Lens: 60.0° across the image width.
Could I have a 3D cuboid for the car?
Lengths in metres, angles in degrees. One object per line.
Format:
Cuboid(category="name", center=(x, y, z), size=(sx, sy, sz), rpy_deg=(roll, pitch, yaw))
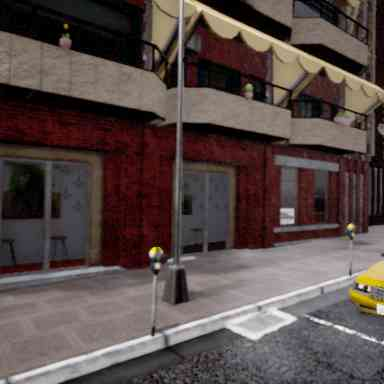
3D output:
Cuboid(category="car", center=(4.901, 1.491, 6.513), size=(4.829, 1.417, 1.752), rpy_deg=(0, 2, -37))
